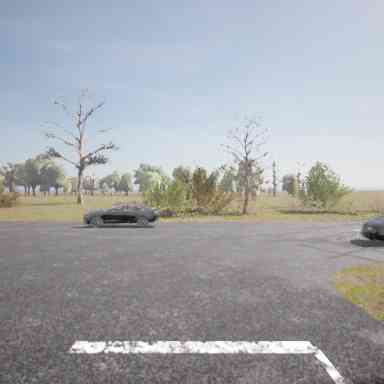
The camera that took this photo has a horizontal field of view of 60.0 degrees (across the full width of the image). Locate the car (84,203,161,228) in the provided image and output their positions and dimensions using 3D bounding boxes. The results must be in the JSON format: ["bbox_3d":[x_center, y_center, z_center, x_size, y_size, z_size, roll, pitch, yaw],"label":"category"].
[{"bbox_3d":[-4.521,1.485,21.716,4.902,1.511,2.128,0,0,-1],"label":"car"}]

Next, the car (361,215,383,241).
[{"bbox_3d":[9.981,1.617,15.044,4.181,1.385,1.994,0,0,-2],"label":"car"}]
